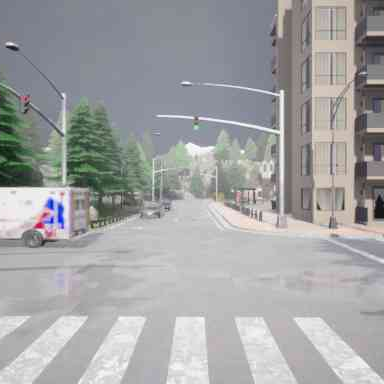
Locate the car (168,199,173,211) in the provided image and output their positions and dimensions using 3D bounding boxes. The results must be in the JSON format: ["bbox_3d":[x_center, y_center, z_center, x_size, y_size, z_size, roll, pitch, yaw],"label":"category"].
[{"bbox_3d":[-3.394,1.576,40.937,2.033,1.411,5.357,0,0,2],"label":"car"}]

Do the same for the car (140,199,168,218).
[{"bbox_3d":[-3.560,1.555,30.305,1.812,1.442,4.674,0,0,1],"label":"car"}]

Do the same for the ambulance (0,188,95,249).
[{"bbox_3d":[-7.631,1.050,14.258,6.366,2.431,2.351,0,0,2],"label":"ambulance"}]
